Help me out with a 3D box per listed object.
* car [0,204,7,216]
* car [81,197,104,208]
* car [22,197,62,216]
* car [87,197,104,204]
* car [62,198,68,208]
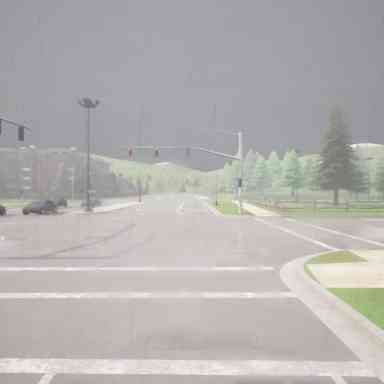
[{"bbox_3d":[-18.562,1.564,29.912,1.994,1.385,4.181,0,0,0],"label":"car"},{"bbox_3d":[-15.019,1.525,49.516,1.812,1.442,4.674,0,0,0],"label":"car"},{"bbox_3d":[-15.059,1.504,33.160,1.837,1.490,4.892,0,0,0],"label":"car"},{"bbox_3d":[-18.423,1.643,63.624,1.895,1.301,4.718,0,0,0],"label":"car"},{"bbox_3d":[-18.540,1.491,45.289,2.128,1.511,4.902,0,0,0],"label":"car"}]
